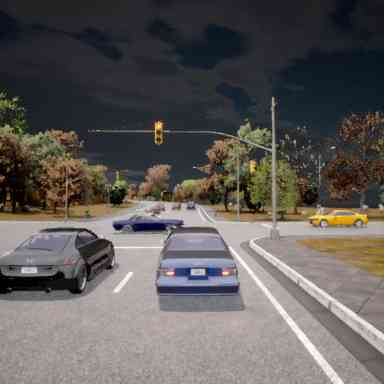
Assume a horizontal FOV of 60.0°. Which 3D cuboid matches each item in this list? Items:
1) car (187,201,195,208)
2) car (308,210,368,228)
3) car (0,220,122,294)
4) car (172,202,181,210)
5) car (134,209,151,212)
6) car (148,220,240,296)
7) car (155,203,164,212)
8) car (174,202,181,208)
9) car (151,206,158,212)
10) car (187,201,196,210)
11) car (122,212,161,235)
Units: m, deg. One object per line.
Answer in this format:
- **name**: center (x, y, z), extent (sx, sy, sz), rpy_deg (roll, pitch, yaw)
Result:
- **car**: center (-0.323, 3.243, 88.005), extent (1.882, 1.535, 5.008), rpy_deg (0, 0, -4)
- **car**: center (12.965, 2.368, 29.674), extent (5.008, 1.535, 1.882), rpy_deg (0, -3, -2)
- **car**: center (-3.445, 1.665, 9.054), extent (1.994, 1.385, 4.181), rpy_deg (0, -1, 0)
- **car**: center (-3.703, 3.485, 78.287), extent (1.812, 1.442, 4.674), rpy_deg (0, 0, 0)
- **car**: center (-7.225, 3.145, 46.251), extent (1.812, 1.442, 4.674), rpy_deg (0, -2, 0)
- **car**: center (0.069, 1.647, 8.945), extent (2.033, 1.411, 5.357), rpy_deg (0, -1, -1)
- **car**: center (-7.206, 3.535, 65.018), extent (2.033, 1.411, 5.357), rpy_deg (0, 0, 0)
- **car**: center (-3.847, 3.428, 88.263), extent (1.837, 1.490, 4.892), rpy_deg (0, 0, -4)
- **car**: center (-7.232, 3.470, 55.271), extent (1.895, 1.301, 4.718), rpy_deg (0, -1, 0)
- **car**: center (-0.202, 3.310, 77.827), extent (2.097, 1.767, 4.553), rpy_deg (0, 0, 0)
- **car**: center (-2.822, 2.160, 22.481), extent (4.718, 1.301, 1.895), rpy_deg (0, -3, 3)
